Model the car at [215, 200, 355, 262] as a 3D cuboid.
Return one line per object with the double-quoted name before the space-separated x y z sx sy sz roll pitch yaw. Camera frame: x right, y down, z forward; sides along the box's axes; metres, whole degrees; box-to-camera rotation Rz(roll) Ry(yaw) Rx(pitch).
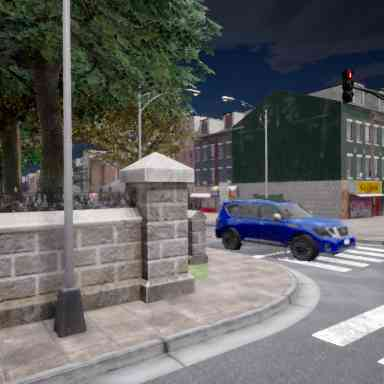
"car" 3.352 1.349 13.173 2.150 2.045 5.566 -1 0 -41
